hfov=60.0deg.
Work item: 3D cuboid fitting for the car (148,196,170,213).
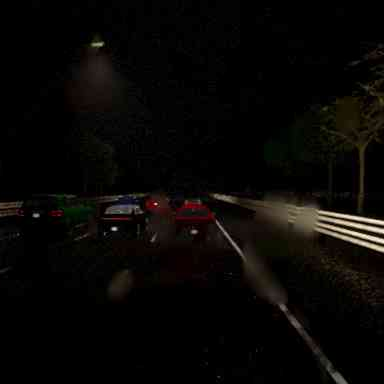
[{"bbox_3d":[-3.428,1.143,33.703,2.097,1.767,4.553,0,0,0],"label":"car"}]

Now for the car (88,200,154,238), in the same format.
[{"bbox_3d":[-3.415,1.389,17.059,2.128,1.511,4.902,0,0,0],"label":"car"}]

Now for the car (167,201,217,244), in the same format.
[{"bbox_3d":[0.085,1.386,15.400,1.882,1.535,5.008,0,0,0],"label":"car"}]

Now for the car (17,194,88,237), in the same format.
[{"bbox_3d":[-6.914,1.118,17.446,2.150,2.045,5.566,0,0,0],"label":"car"}]

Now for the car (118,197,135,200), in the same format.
[{"bbox_3d":[-6.929,1.257,35.459,1.882,1.535,5.008,0,0,0],"label":"car"}]
